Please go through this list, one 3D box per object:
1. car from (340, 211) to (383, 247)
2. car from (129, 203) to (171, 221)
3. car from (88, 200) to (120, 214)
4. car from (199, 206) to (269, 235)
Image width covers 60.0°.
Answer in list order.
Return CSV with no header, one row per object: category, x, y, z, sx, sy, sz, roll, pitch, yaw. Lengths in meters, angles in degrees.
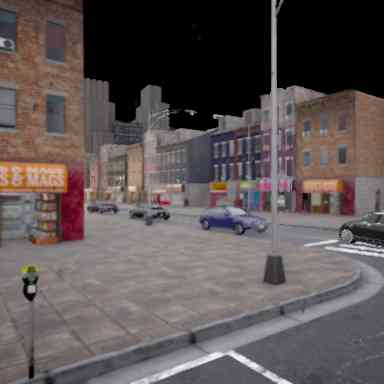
car,7.733,1.500,12.929,1.837,1.490,4.892,1,0,-8
car,-3.480,1.580,27.181,1.994,1.385,4.181,0,0,-35
car,-9.608,1.580,35.811,2.033,1.411,5.357,0,0,-35
car,2.261,1.530,19.120,1.812,1.442,4.674,0,0,-35
